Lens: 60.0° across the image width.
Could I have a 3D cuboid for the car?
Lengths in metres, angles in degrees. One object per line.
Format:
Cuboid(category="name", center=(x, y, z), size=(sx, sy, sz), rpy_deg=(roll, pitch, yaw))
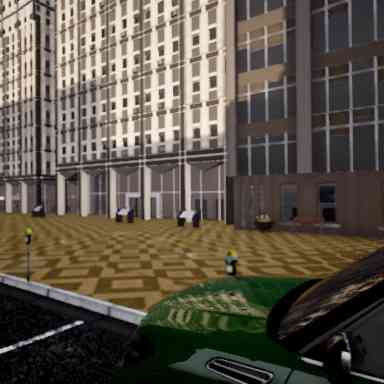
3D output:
Cuboid(category="car", center=(1.992, 1.224, 1.966), size=(5.566, 2.045, 2.150), rpy_deg=(-1, 0, 36))
